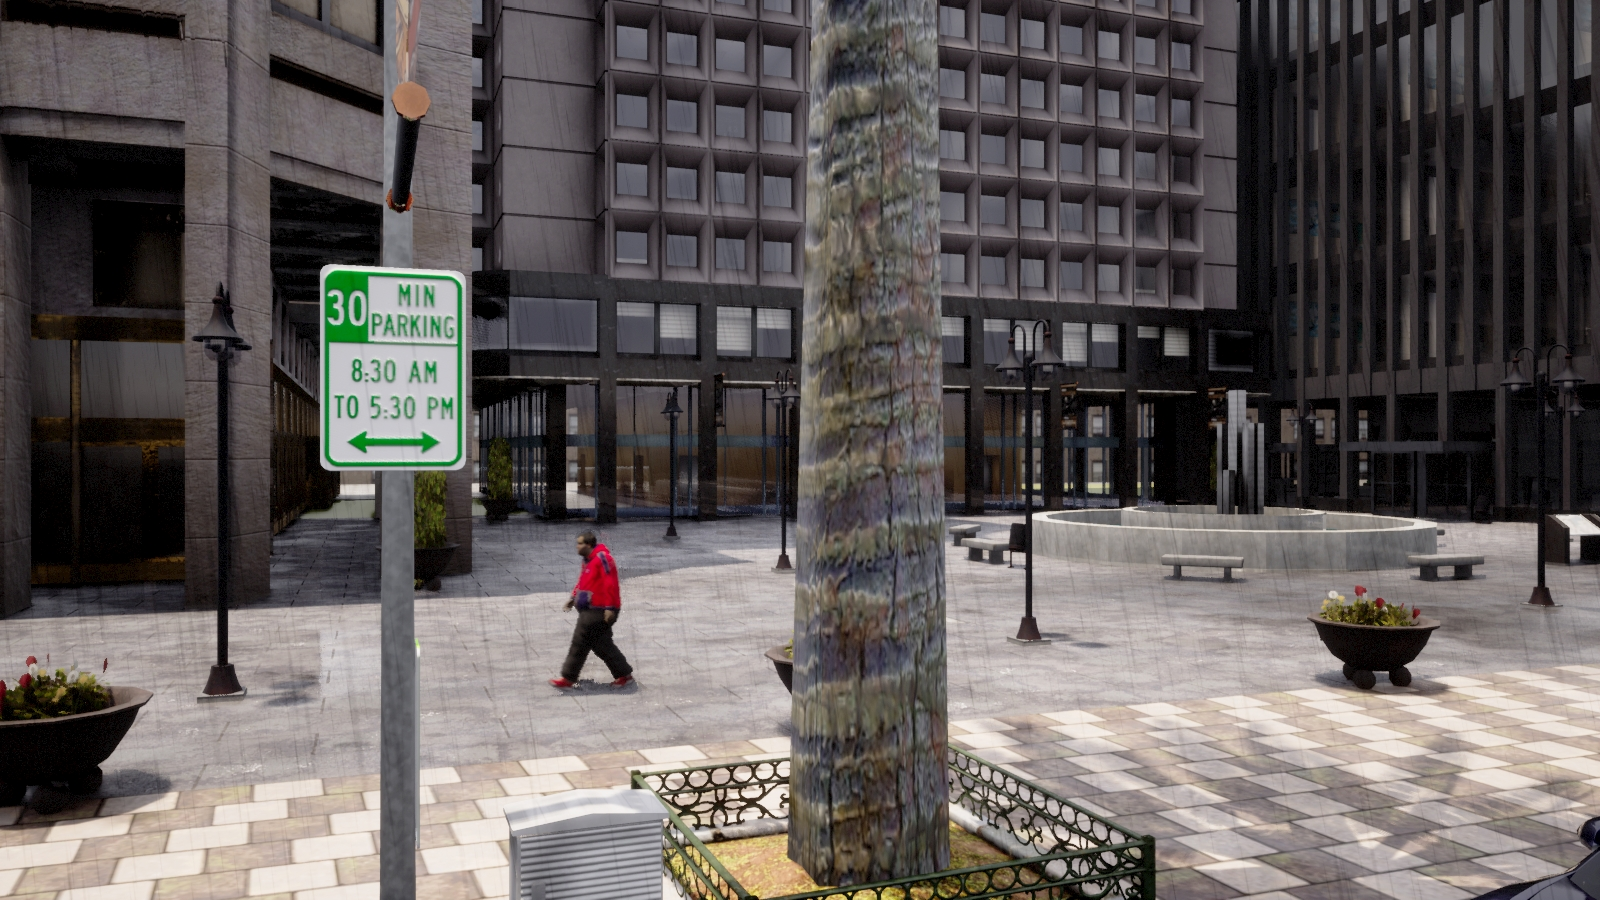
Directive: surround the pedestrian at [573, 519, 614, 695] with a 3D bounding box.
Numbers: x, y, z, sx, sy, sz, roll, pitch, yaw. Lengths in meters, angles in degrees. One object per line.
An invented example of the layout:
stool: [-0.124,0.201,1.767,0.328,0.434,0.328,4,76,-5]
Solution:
pedestrian: [-2.272,1.707,12.551,0.375,1.860,0.375,0,0,-23]
